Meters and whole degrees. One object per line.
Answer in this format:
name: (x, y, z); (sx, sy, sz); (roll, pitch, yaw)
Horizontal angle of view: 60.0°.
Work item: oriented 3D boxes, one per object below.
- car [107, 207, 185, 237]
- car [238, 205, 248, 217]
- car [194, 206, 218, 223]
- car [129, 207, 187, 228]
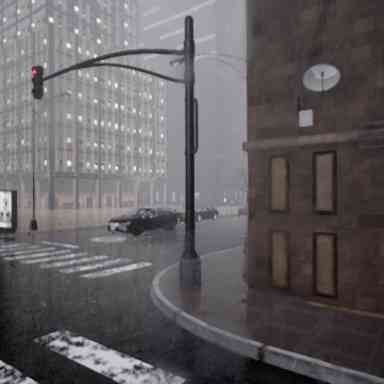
car: (-2.853, 1.720, 19.956); (2.128, 1.511, 4.902); (0, -1, 35)
car: (6.824, 2.090, 38.266); (1.887, 1.381, 4.507); (-1, -2, 35)
car: (0.760, 1.944, 29.781); (2.008, 1.369, 4.403); (-1, -2, 35)
car: (-2.458, 1.863, 25.236); (2.008, 1.369, 4.403); (-1, -2, 35)
